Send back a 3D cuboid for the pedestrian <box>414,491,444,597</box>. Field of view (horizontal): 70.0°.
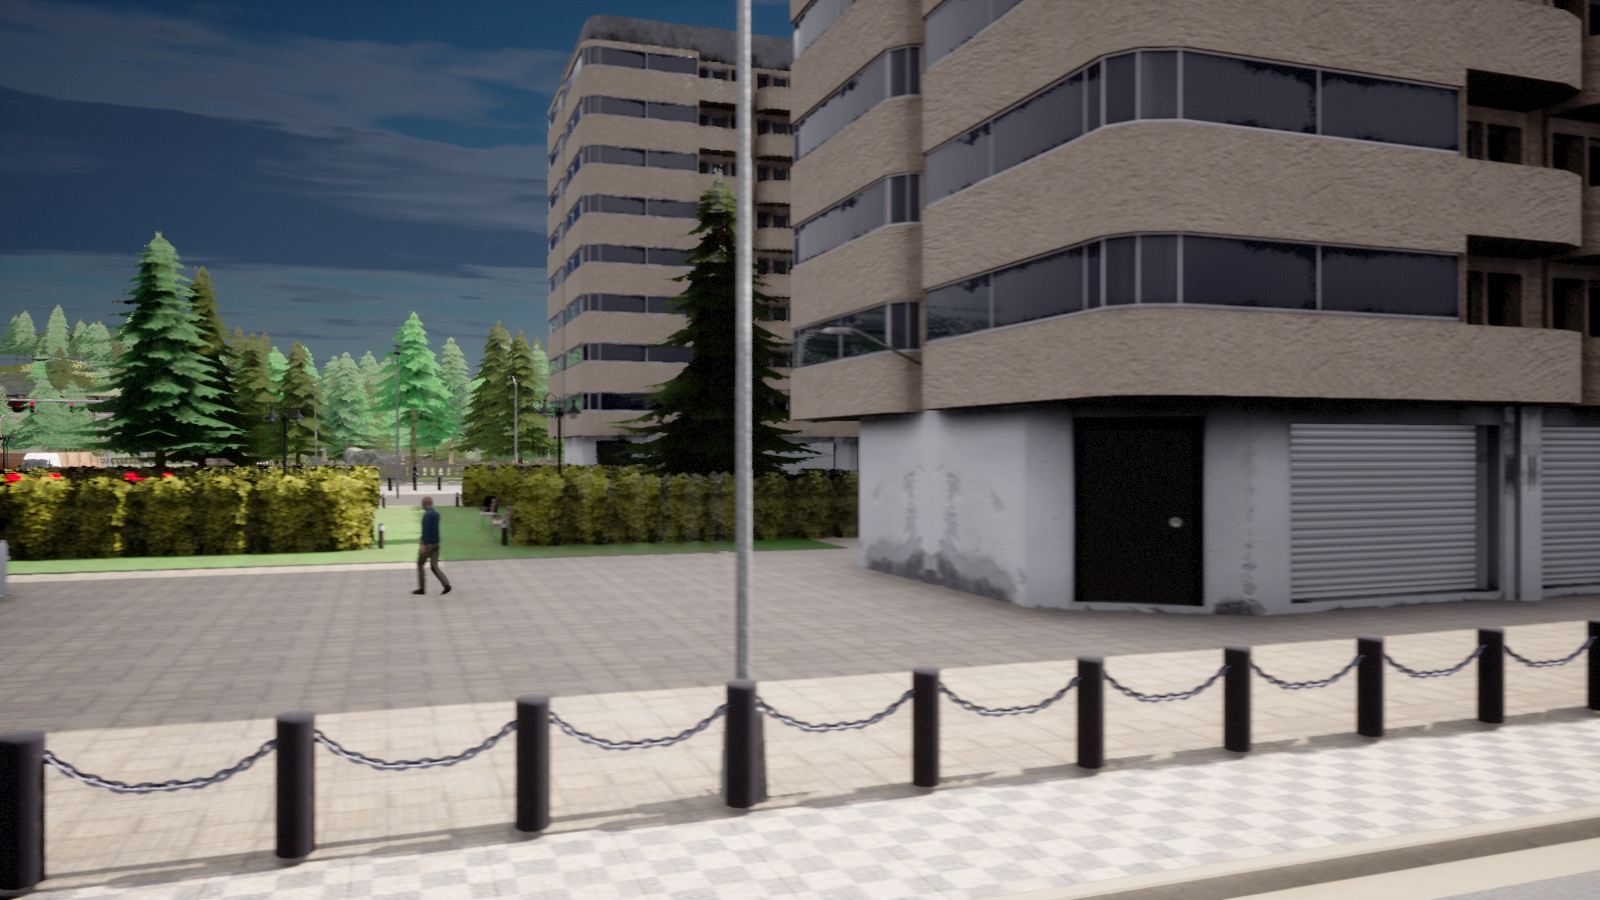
[{"bbox_3d":[-6.669,1.680,20.530,0.375,1.860,0.375,0,0,15],"label":"pedestrian"}]
